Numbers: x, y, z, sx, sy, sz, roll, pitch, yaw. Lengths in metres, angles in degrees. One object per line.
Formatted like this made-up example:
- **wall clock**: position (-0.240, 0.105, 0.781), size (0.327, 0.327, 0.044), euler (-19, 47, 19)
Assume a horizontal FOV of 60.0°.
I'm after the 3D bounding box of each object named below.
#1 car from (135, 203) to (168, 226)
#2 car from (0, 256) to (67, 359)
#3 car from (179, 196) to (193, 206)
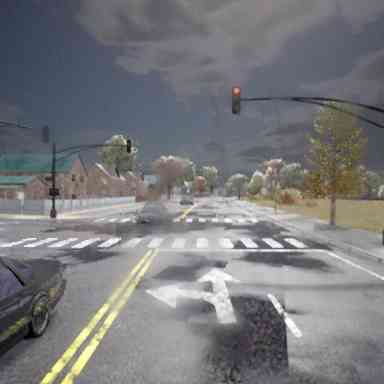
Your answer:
- **car**: position (-2.764, 1.597, 23.713), size (1.837, 1.490, 4.892), euler (0, 1, 2)
- **car**: position (-3.228, 1.548, 3.831), size (2.033, 1.411, 5.357), euler (0, 0, 1)
- **car**: position (-0.975, 1.414, 58.099), size (2.097, 1.767, 4.553), euler (0, 0, 4)
